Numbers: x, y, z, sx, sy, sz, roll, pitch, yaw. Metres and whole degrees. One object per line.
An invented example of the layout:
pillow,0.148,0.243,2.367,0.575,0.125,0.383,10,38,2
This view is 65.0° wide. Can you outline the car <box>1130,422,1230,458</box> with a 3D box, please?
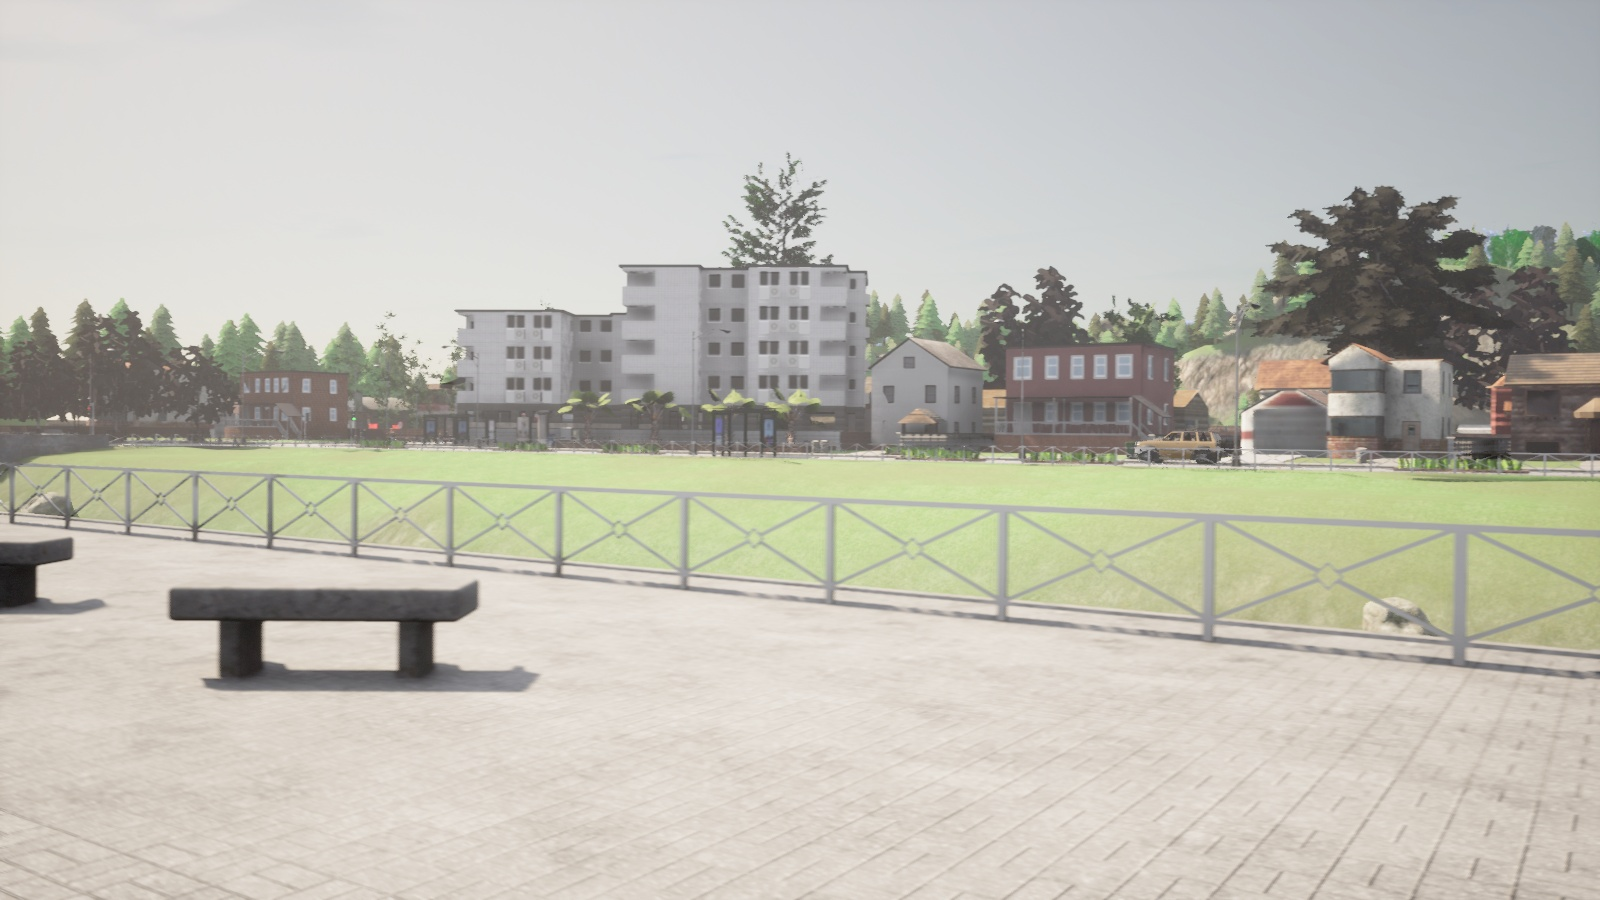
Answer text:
car,19.707,-0.520,65.190,4.605,1.855,1.932,0,1,34
